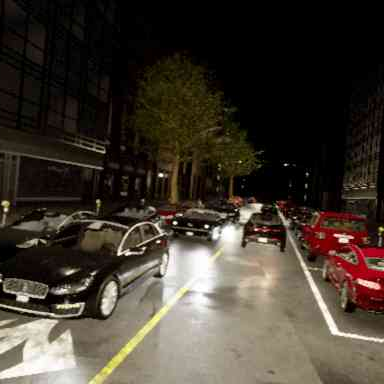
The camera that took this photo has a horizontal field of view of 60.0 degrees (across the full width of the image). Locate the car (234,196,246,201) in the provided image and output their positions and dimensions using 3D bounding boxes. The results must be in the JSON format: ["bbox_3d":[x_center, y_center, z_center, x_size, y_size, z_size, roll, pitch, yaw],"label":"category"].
[{"bbox_3d":[7.754,1.737,59.169,2.192,1.841,5.009,5,0,13],"label":"car"}]

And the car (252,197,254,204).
[{"bbox_3d":[14.276,2.363,86.595,1.967,1.590,4.097,5,0,13],"label":"car"}]

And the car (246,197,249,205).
[{"bbox_3d":[10.345,2.193,70.139,1.802,1.307,4.206,5,0,13],"label":"car"}]

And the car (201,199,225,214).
[{"bbox_3d":[2.467,1.569,37.063,1.752,1.417,4.829,5,0,13],"label":"car"}]

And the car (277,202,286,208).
[{"bbox_3d":[21.216,3.107,79.116,1.802,1.307,4.206,5,0,13],"label":"car"}]

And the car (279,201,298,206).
[{"bbox_3d":[12.092,2.163,40.726,2.192,1.841,5.009,5,0,13],"label":"car"}]

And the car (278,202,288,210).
[{"bbox_3d":[18.648,2.848,68.313,1.752,1.417,4.829,5,0,13],"label":"car"}]

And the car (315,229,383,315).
[{"bbox_3d":[4.224,1.898,7.820,1.802,1.307,4.206,5,0,13],"label":"car"}]

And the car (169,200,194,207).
[{"bbox_3d":[-1.421,1.360,20.774,1.802,1.307,4.206,5,0,13],"label":"car"}]

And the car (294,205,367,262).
[{"bbox_3d":[5.555,1.716,13.304,2.192,1.841,5.009,5,0,13],"label":"car"}]

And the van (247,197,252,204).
[{"bbox_3d":[12.978,2.159,81.109,1.690,1.788,3.998,5,0,13],"label":"van"}]

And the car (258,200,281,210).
[{"bbox_3d":[8.492,2.034,36.723,1.882,1.535,5.008,5,0,13],"label":"car"}]

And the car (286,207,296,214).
[{"bbox_3d":[8.148,2.140,24.273,1.947,1.339,4.313,5,0,13],"label":"car"}]

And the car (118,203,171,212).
[{"bbox_3d":[-2.728,1.258,15.289,1.947,1.339,4.313,5,0,13],"label":"car"}]

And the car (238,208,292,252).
[{"bbox_3d":[3.410,1.713,15.520,1.837,1.490,4.892,5,0,14],"label":"car"}]

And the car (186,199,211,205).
[{"bbox_3d":[-0.102,1.306,26.258,1.967,1.590,4.097,5,0,13],"label":"car"}]

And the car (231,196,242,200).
[{"bbox_3d":[6.426,1.871,53.684,1.887,1.381,4.507,5,0,13],"label":"car"}]

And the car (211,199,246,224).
[{"bbox_3d":[2.798,1.602,26.549,2.128,1.511,4.902,5,0,14],"label":"car"}]

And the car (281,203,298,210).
[{"bbox_3d":[10.764,2.300,35.242,1.887,1.381,4.507,5,0,13],"label":"car"}]

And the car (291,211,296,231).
[{"bbox_3d":[6.841,2.053,18.789,1.947,1.339,4.313,5,0,13],"label":"car"}]

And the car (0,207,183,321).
[{"bbox_3d":[-1.849,1.310,7.121,1.837,1.490,4.892,5,0,13],"label":"car"}]

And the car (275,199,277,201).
[{"bbox_3d":[17.321,2.539,62.664,2.192,1.841,5.009,5,0,13],"label":"car"}]

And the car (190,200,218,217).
[{"bbox_3d":[1.194,1.537,31.744,1.802,1.307,4.206,5,0,13],"label":"car"}]

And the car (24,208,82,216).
[{"bbox_3d":[-4.036,1.174,9.803,1.947,1.339,4.313,5,0,13],"label":"car"}]

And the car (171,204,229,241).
[{"bbox_3d":[0.437,1.554,16.752,1.895,1.301,4.718,5,0,14],"label":"car"}]

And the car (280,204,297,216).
[{"bbox_3d":[13.377,2.507,46.210,1.947,1.339,4.313,5,0,13],"label":"car"}]
